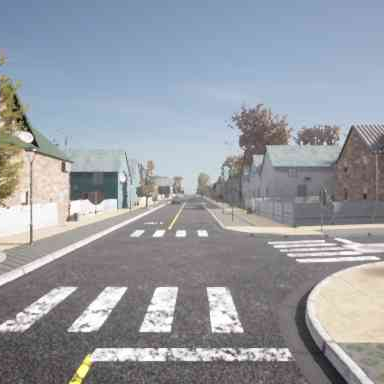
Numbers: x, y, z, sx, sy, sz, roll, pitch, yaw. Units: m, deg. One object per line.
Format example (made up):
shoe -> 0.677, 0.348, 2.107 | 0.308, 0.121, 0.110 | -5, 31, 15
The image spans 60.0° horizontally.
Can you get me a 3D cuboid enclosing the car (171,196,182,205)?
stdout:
car -> -2.790, 1.518, 60.339 | 1.837, 1.490, 4.892 | 0, 0, 0
